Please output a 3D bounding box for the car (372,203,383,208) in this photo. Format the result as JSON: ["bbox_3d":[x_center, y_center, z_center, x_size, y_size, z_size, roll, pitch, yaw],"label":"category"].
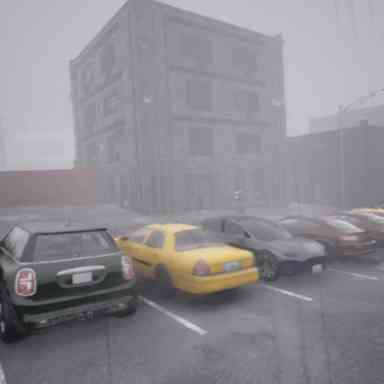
[{"bbox_3d":[8.627,1.443,14.930,1.946,1.575,5.366,0,0,-36],"label":"car"}]

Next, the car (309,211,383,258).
[{"bbox_3d":[3.976,1.498,11.836,2.002,1.452,4.674,0,0,-35],"label":"car"}]

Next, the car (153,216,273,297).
[{"bbox_3d":[-0.677,1.466,8.748,1.946,1.575,5.366,0,0,-36],"label":"car"}]

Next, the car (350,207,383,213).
[{"bbox_3d":[6.147,1.492,13.385,2.002,1.452,4.674,0,0,-36],"label":"car"}]

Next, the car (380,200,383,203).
[{"bbox_3d":[10.672,1.189,16.651,2.435,2.045,5.566,0,0,-36],"label":"car"}]

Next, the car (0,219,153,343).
[{"bbox_3d":[-2.928,1.350,6.877,2.185,1.767,4.553,0,0,-36],"label":"car"}]

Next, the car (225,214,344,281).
[{"bbox_3d":[1.720,1.493,10.195,2.163,1.488,4.792,0,0,-36],"label":"car"}]

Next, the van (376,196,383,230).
[{"bbox_3d":[12.894,1.208,18.344,1.878,1.987,4.442,0,0,-36],"label":"van"}]
